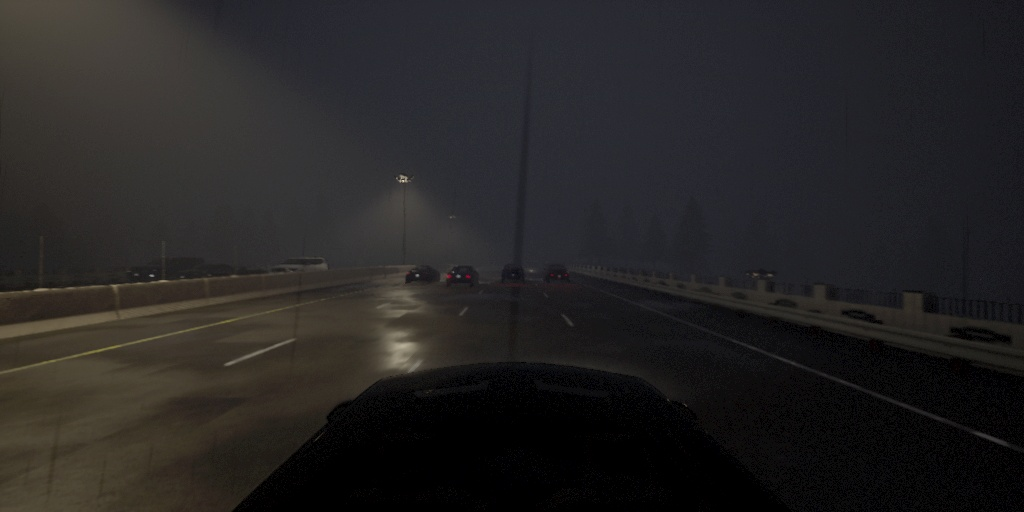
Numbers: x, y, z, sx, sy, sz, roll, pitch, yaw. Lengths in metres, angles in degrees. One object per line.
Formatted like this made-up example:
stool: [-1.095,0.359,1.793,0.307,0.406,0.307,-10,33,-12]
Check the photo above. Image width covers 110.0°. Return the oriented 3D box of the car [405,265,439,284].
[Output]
car: [-6.911,1.411,28.200,1.994,1.385,4.181,0,-1,0]

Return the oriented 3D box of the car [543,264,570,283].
car: [3.590,1.387,29.590,1.812,1.442,4.674,0,-1,0]

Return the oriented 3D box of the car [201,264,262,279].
car: [-21.096,1.447,28.011,1.895,1.301,4.718,0,-1,0]

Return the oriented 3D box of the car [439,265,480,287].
car: [-3.409,1.370,25.354,2.033,1.411,5.357,0,0,0]

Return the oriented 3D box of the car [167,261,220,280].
car: [-24.591,1.363,29.158,1.837,1.490,4.892,0,-1,0]

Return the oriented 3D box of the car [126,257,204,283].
car: [-28.087,1.087,29.580,2.150,2.045,5.566,0,-1,0]

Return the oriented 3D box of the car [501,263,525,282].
car: [0.090,1.342,29.862,1.882,1.535,5.008,0,-1,0]

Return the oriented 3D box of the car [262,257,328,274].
car: [-17.593,1.089,29.888,2.150,2.045,5.566,0,-1,0]
